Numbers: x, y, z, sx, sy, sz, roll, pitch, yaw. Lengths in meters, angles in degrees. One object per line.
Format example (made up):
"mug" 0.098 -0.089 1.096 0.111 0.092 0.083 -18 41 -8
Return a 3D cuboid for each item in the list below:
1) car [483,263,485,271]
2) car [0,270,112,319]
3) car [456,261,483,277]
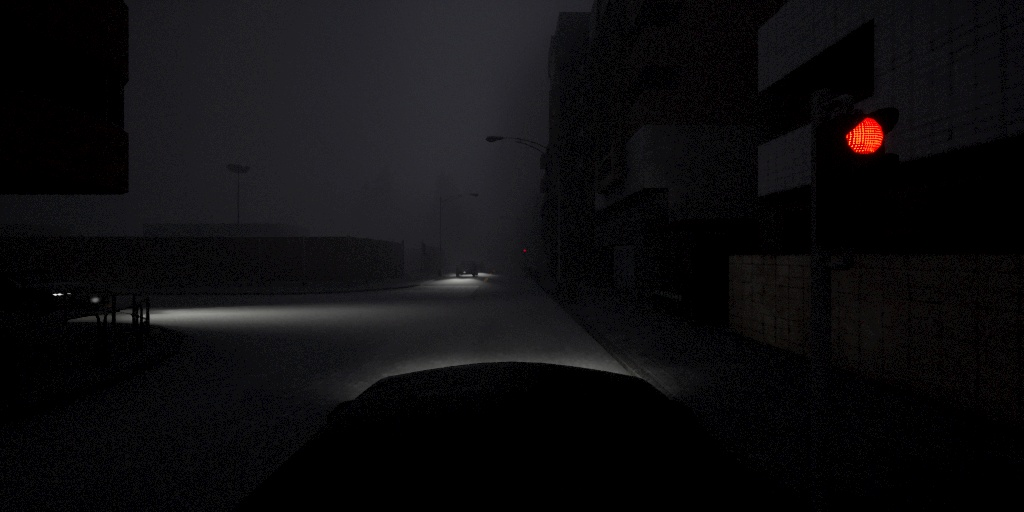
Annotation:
"car" -4.477 1.351 45.779 1.895 1.301 4.718 0 0 0
"car" -16.723 1.241 12.256 4.902 1.511 2.128 0 0 0
"car" -4.410 1.242 35.665 2.128 1.511 4.902 0 0 0
